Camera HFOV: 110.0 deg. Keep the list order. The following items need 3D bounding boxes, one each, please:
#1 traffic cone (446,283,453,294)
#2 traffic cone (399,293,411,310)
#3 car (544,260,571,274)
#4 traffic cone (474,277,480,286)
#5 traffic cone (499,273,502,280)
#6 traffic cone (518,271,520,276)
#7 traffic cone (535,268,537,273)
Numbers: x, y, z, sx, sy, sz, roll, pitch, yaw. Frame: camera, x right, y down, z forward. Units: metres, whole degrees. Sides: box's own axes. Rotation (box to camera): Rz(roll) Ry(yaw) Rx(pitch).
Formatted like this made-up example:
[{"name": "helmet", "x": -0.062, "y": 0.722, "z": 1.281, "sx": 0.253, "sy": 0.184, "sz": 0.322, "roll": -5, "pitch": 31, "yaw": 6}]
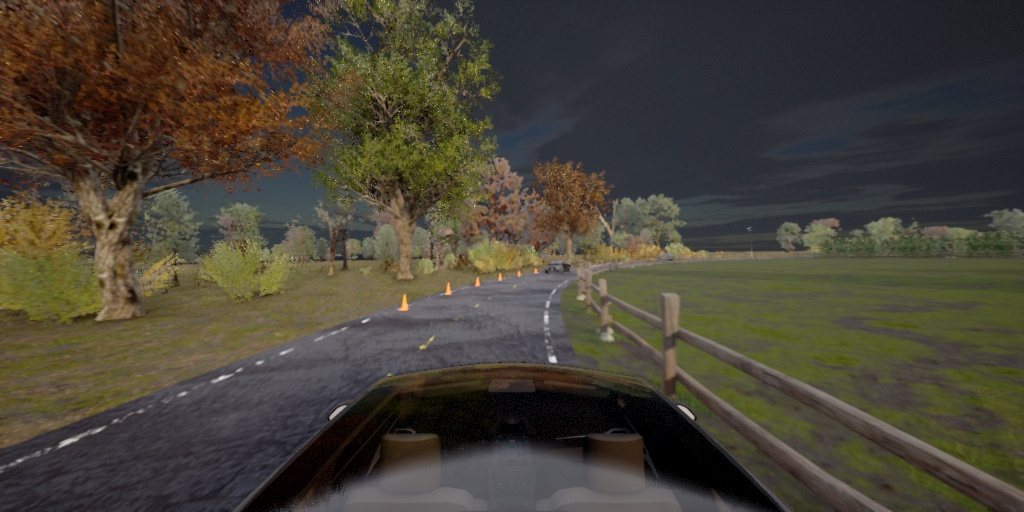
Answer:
[{"name": "traffic cone", "x": -3.260, "y": 1.663, "z": 18.390, "sx": 0.340, "sy": 0.580, "sz": 0.340, "roll": 0, "pitch": 0, "yaw": 10}, {"name": "traffic cone", "x": -3.978, "y": 1.684, "z": 13.297, "sx": 0.340, "sy": 0.580, "sz": 0.340, "roll": 0, "pitch": 0, "yaw": 6}, {"name": "car", "x": 4.843, "y": 1.152, "z": 37.931, "sx": 1.994, "sy": 1.385, "sz": 4.181, "roll": 0, "pitch": 0, "yaw": 24}, {"name": "traffic cone", "x": -2.246, "y": 1.642, "z": 23.433, "sx": 0.340, "sy": 0.580, "sz": 0.340, "roll": 0, "pitch": 0, "yaw": 13}, {"name": "traffic cone", "x": -0.940, "y": 1.619, "z": 28.407, "sx": 0.340, "sy": 0.580, "sz": 0.340, "roll": 0, "pitch": 0, "yaw": 16}, {"name": "traffic cone", "x": 0.652, "y": 1.589, "z": 33.298, "sx": 0.340, "sy": 0.580, "sz": 0.340, "roll": 0, "pitch": 0, "yaw": 20}, {"name": "traffic cone", "x": 2.528, "y": 1.551, "z": 38.087, "sx": 0.340, "sy": 0.580, "sz": 0.340, "roll": 0, "pitch": 0, "yaw": 23}]
